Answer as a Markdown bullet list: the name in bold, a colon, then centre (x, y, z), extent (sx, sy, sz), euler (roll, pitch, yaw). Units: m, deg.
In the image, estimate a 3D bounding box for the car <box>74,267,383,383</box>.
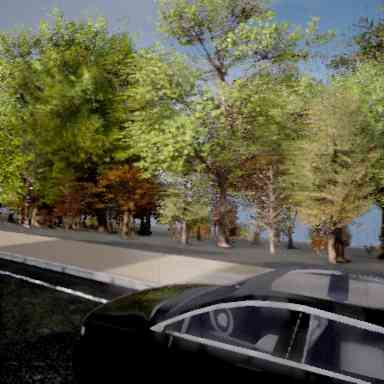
- **car**: centre (0.930, 1.492, 3.021), extent (4.902, 1.511, 2.128), euler (0, 0, 35)
